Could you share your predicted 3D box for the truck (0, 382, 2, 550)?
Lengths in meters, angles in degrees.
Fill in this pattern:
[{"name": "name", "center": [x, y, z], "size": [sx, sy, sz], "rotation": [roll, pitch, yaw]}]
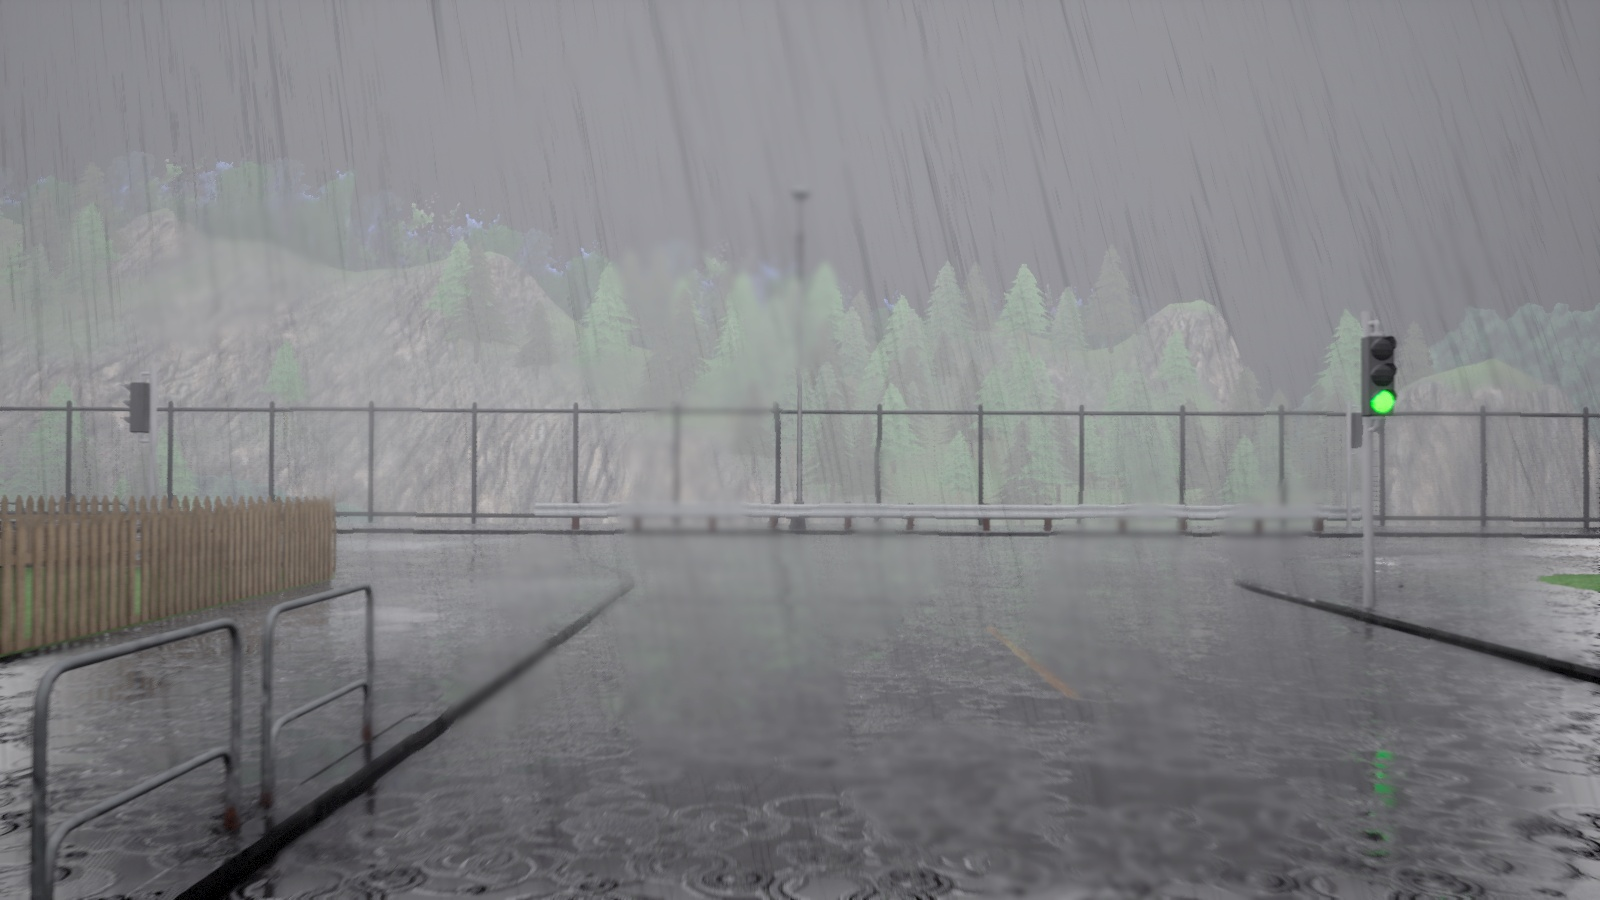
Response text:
[{"name": "truck", "center": [-20.447, 0.324, 24.477], "size": [7.936, 3.462, 2.891], "rotation": [0, -1, 0]}]
